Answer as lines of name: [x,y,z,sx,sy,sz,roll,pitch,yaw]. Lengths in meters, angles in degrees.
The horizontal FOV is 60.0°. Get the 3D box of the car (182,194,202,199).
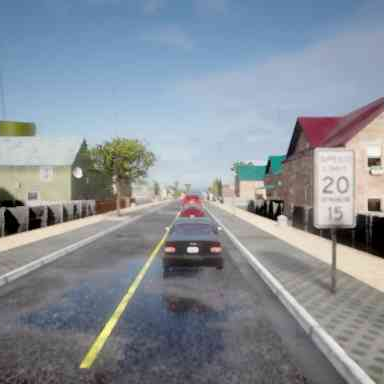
car: [0.040,1.307,39.578,2.150,2.045,5.566,0,0,1]

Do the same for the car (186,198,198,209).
car: [-0.008,1.665,49.476,1.812,1.442,4.674,0,0,0]

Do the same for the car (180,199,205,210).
car: [0.035,1.566,25.846,1.812,1.442,4.674,0,0,0]

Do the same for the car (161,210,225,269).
car: [0.044,1.556,11.186,2.033,1.411,5.357,0,0,0]
